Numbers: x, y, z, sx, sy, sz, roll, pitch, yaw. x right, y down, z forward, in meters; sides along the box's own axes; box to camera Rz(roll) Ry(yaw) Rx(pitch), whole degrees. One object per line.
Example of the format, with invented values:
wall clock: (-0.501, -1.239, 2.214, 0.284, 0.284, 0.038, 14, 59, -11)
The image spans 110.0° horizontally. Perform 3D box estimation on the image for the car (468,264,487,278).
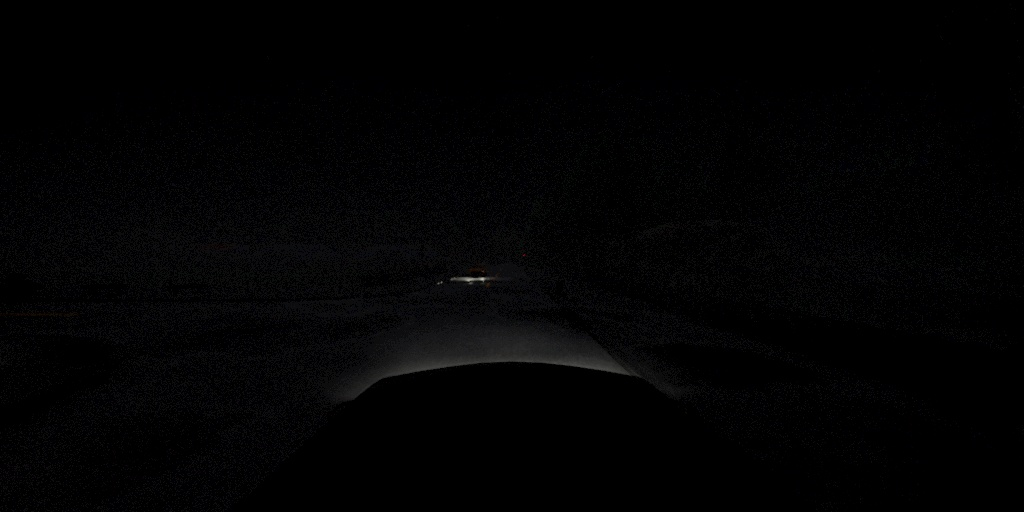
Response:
car: (-3.997, 1.701, 42.267, 1.882, 1.535, 5.008, 0, 0, 0)
